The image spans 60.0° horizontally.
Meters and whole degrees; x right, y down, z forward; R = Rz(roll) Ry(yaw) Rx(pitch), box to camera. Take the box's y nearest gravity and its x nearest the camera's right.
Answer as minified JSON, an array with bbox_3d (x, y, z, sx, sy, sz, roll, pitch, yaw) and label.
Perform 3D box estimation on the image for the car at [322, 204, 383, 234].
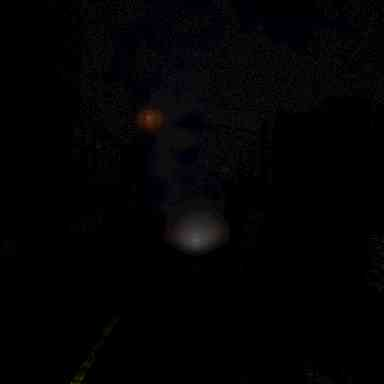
[{"bbox_3d":[10.818,1.691,20.887,5.009,1.841,2.192,1,-1,0],"label":"car"}]

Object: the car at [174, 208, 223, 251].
[{"bbox_3d":[0.336,1.587,14.420,1.812,1.442,4.674,0,0,5],"label":"car"}]

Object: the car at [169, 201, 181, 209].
[{"bbox_3d":[-2.810,2.128,56.380,1.895,1.301,4.718,0,-1,0],"label":"car"}]
